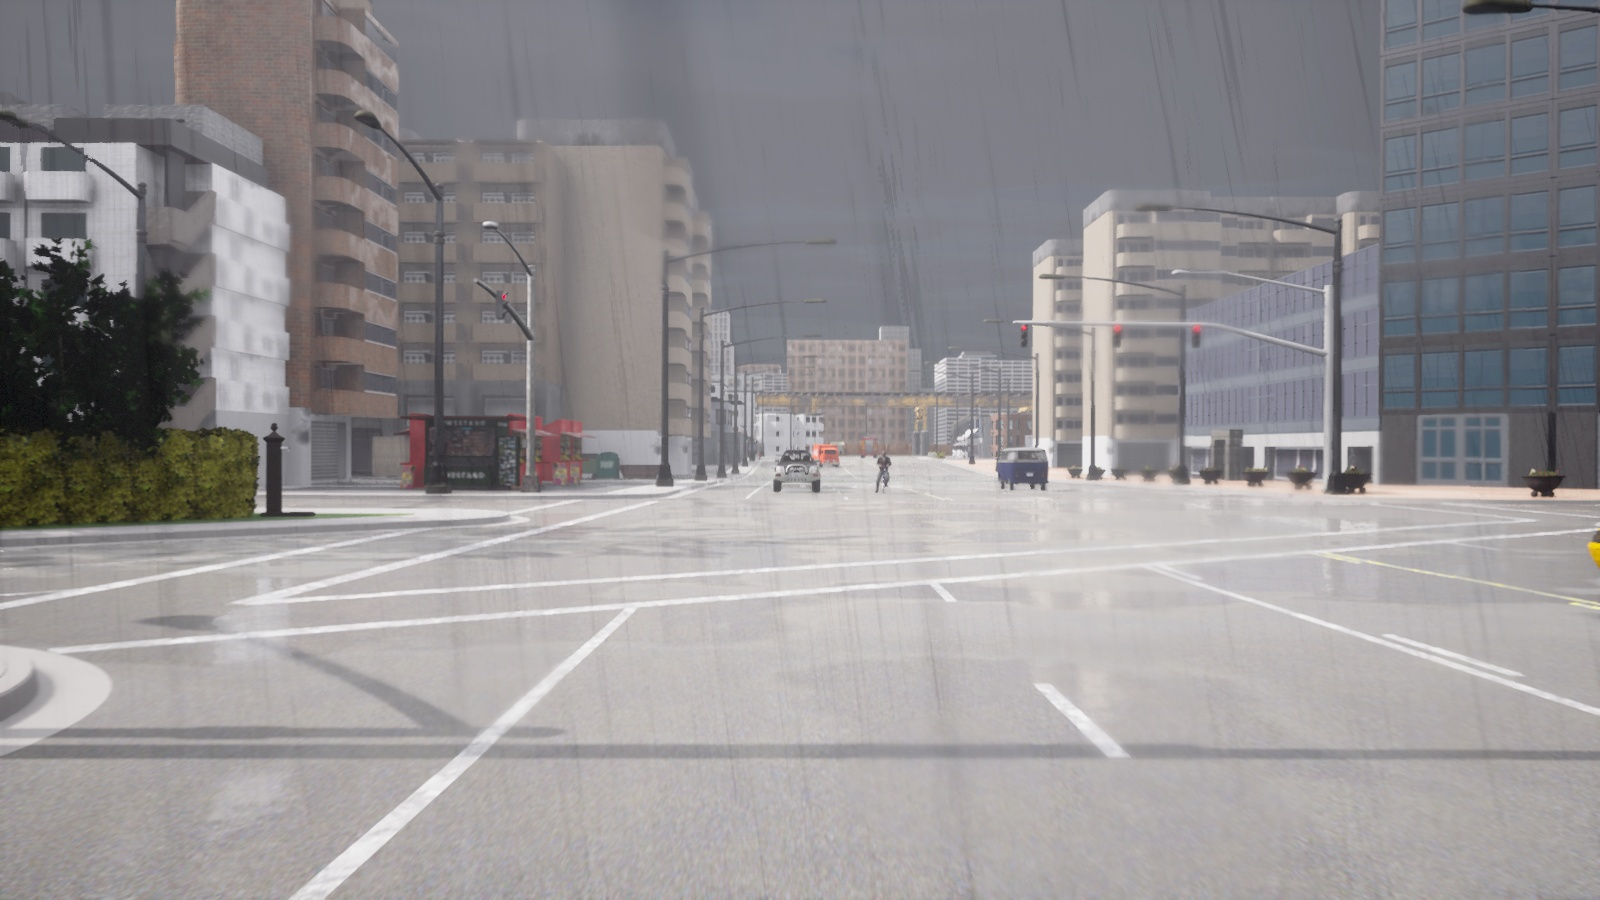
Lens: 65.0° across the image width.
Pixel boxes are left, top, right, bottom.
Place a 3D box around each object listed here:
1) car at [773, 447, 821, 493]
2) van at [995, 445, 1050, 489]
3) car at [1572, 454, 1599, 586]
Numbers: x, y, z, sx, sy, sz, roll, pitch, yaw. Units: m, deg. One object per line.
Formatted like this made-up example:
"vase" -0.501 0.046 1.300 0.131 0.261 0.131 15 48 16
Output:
"car" -0.126 0.820 52.679 1.932 1.855 4.605 0 0 0
"van" 10.359 0.772 58.808 1.775 1.987 4.442 0 -1 0
"car" 10.393 0.826 12.772 1.801 1.575 5.366 0 0 0
